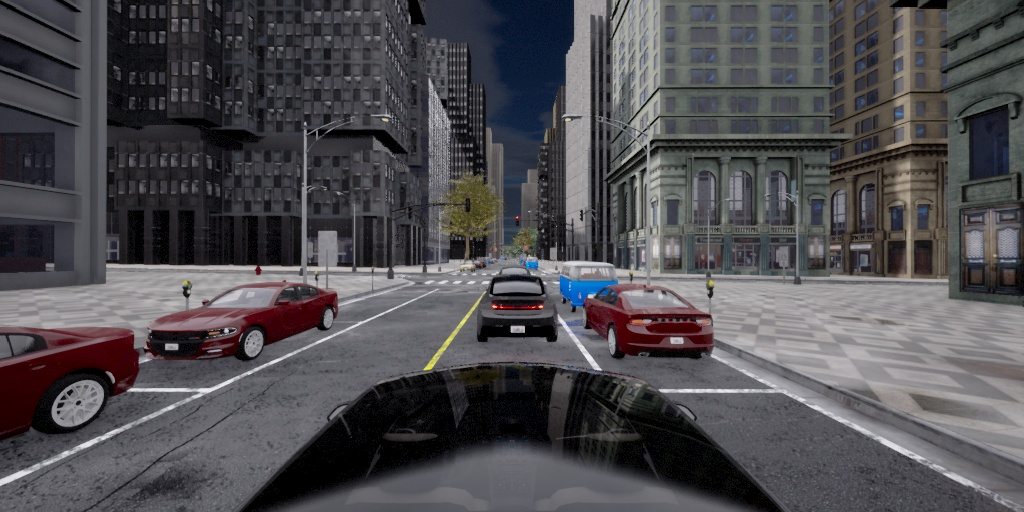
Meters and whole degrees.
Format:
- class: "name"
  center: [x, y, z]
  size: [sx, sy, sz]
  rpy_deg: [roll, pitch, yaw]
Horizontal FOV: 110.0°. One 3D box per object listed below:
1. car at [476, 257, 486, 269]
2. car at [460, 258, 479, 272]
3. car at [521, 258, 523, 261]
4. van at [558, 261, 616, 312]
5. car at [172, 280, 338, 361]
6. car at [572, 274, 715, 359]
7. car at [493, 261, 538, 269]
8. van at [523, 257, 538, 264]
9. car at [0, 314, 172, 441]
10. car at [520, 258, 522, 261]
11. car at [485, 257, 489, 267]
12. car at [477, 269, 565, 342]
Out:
- class: "car"
  center: [-5.637, 1.326, 56.997]
  size: [1.888, 1.381, 4.507]
  rpy_deg: [0, 0, 0]
- class: "car"
  center: [-5.668, 1.297, 46.247]
  size: [1.751, 1.417, 4.829]
  rpy_deg: [0, 0, 0]
- class: "car"
  center: [2.888, 1.347, 57.208]
  size: [1.948, 1.339, 4.313]
  rpy_deg: [0, 0, 0]
- class: "van"
  center: [2.804, 1.093, 13.811]
  size: [1.690, 1.789, 3.998]
  rpy_deg: [0, 0, 0]
- class: "car"
  center: [-5.765, 1.296, 8.324]
  size: [1.888, 1.381, 4.507]
  rpy_deg: [0, 0, 0]
- class: "car"
  center: [2.790, 1.296, 8.286]
  size: [1.888, 1.381, 4.507]
  rpy_deg: [0, 0, 0]
- class: "car"
  center: [0.135, 1.232, 18.939]
  size: [1.882, 1.535, 5.008]
  rpy_deg: [0, 0, 0]
- class: "van"
  center: [2.876, 1.117, 51.795]
  size: [1.690, 1.789, 3.998]
  rpy_deg: [0, 0, 0]
- class: "car"
  center: [-5.776, 1.295, 2.799]
  size: [1.888, 1.381, 4.507]
  rpy_deg: [0, 0, 0]
- class: "car"
  center: [2.901, 1.332, 62.621]
  size: [1.888, 1.381, 4.507]
  rpy_deg: [0, 0, 0]
- class: "car"
  center: [-5.625, 1.101, 62.286]
  size: [2.192, 1.841, 5.009]
  rpy_deg: [0, 0, 0]
- class: "car"
  center: [0.119, 1.256, 9.763]
  size: [1.837, 1.490, 4.892]
  rpy_deg: [0, 0, 0]
